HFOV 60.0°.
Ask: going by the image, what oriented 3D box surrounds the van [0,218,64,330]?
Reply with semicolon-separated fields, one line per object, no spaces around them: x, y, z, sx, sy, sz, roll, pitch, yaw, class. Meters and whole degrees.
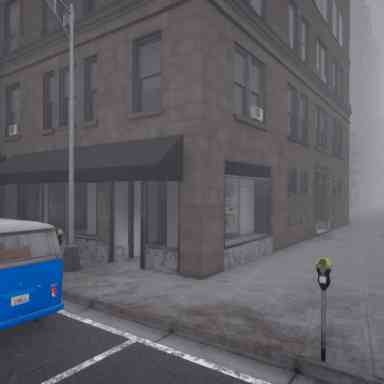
-4.024;1.340;5.949;3.998;1.788;1.690;0;0;36;van
